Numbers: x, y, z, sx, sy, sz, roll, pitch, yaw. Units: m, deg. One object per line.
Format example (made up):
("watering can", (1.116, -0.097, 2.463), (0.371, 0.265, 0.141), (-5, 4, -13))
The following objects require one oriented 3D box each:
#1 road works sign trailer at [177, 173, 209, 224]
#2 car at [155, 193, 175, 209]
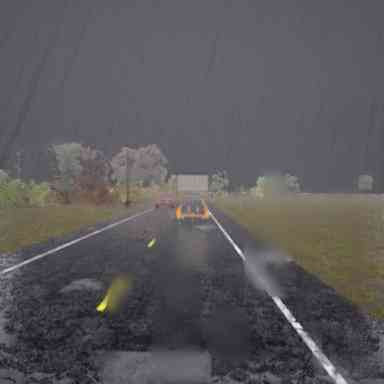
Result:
("road works sign trailer", (0.069, 0.401, 24.451), (2.380, 3.560, 2.880), (0, 0, -1))
("car", (-3.414, 1.117, 42.527), (2.150, 2.045, 5.566), (0, 0, 1))
